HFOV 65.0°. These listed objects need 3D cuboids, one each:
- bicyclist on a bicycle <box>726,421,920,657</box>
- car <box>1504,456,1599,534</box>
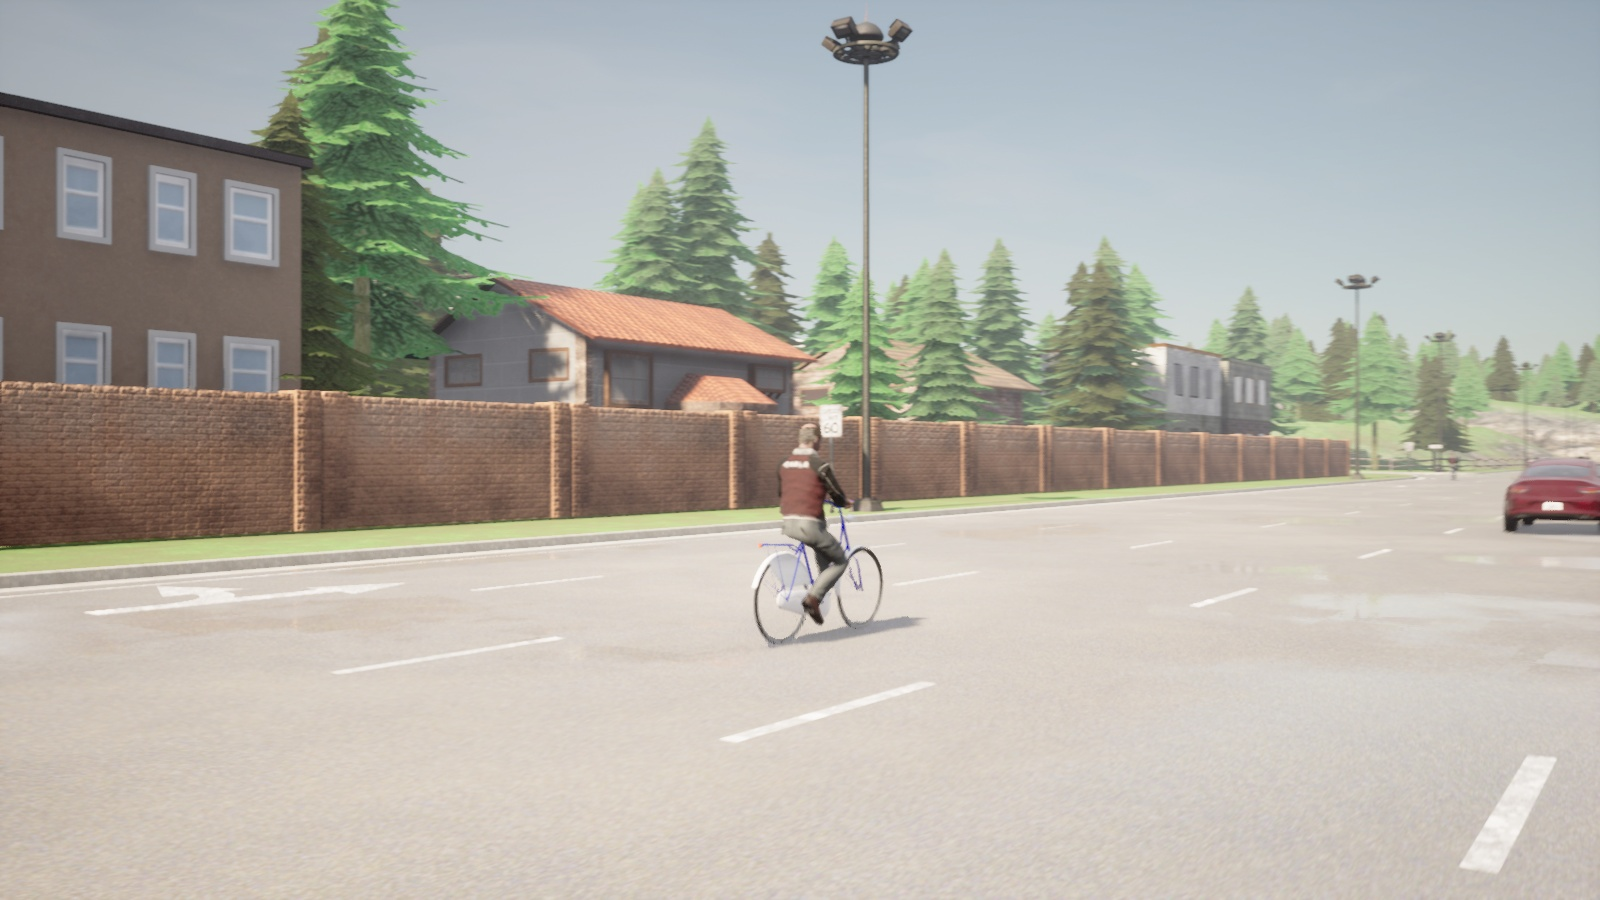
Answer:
[{"bbox_3d":[0.233,0.672,10.388,0.659,1.776,1.843,0,0,36],"label":"bicyclist on a bicycle"},{"bbox_3d":[15.659,0.838,25.505,1.812,1.442,4.674,0,0,36],"label":"car"}]
